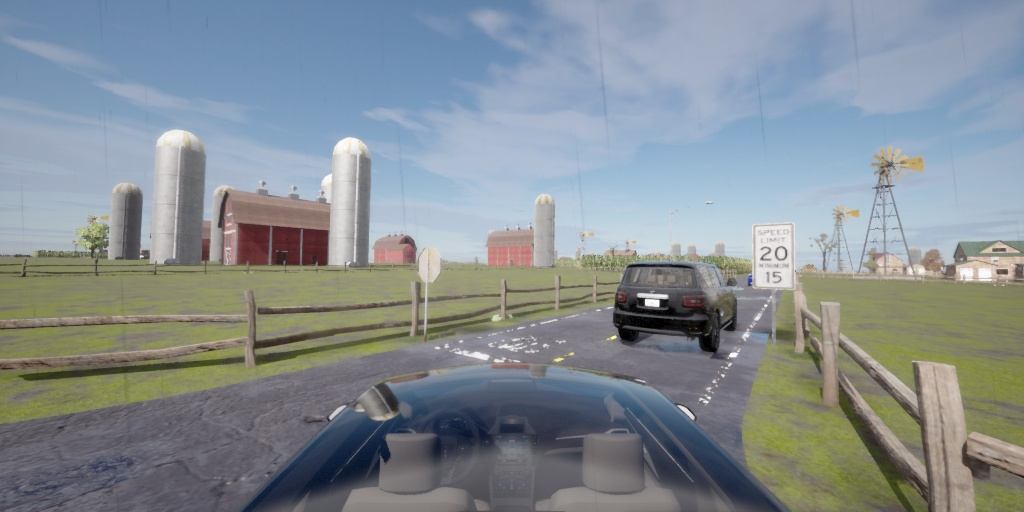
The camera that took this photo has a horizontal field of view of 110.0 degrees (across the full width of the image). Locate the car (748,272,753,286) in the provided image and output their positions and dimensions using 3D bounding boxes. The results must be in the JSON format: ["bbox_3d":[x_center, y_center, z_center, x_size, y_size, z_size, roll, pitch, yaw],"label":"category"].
[{"bbox_3d":[24.354,2.177,35.032,1.882,1.535,5.008,-1,-2,38],"label":"car"}]

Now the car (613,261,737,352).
[{"bbox_3d":[4.676,1.171,9.862,2.150,2.045,5.566,-1,-2,38],"label":"car"}]

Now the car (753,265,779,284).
[{"bbox_3d":[30.628,2.165,43.156,2.150,2.045,5.566,-1,-2,38],"label":"car"}]
